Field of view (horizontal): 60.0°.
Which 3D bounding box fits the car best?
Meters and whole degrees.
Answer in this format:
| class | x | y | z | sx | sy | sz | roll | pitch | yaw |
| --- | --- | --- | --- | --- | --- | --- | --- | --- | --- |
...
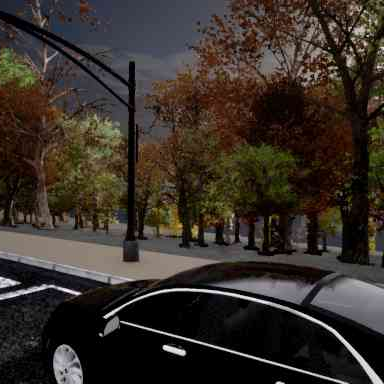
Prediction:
| class | x | y | z | sx | sy | sz | roll | pitch | yaw |
| --- | --- | --- | --- | --- | --- | --- | --- | --- | --- |
| car | 0.398 | 1.505 | 3.391 | 4.892 | 1.490 | 1.837 | 0 | 0 | 36 |
